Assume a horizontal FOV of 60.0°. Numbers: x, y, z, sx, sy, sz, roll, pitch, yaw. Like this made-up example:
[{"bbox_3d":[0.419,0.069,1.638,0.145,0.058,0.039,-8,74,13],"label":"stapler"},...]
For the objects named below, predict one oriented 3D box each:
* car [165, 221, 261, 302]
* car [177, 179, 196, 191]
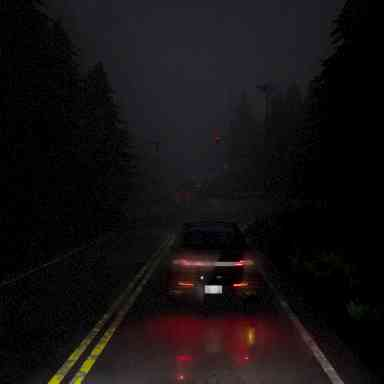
[{"bbox_3d":[0.449,1.466,8.186,2.128,1.511,4.902,0,0,2],"label":"car"},{"bbox_3d":[-0.698,-1.069,45.239,1.812,1.442,4.674,1,9,14],"label":"car"}]
